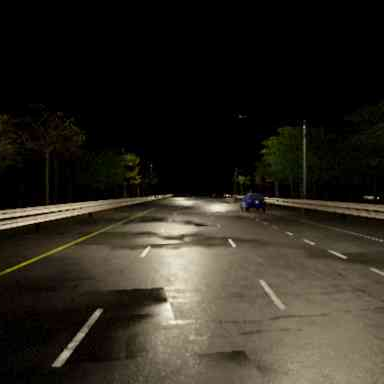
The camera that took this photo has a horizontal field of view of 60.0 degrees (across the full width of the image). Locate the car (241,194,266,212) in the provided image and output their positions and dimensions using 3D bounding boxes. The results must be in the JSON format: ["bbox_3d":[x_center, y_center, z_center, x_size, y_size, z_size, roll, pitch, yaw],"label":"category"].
[{"bbox_3d":[7.066,1.226,38.733,2.150,2.045,5.566,0,0,0],"label":"car"}]

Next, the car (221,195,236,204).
[{"bbox_3d":[7.136,1.530,62.677,1.812,1.442,4.674,0,0,0],"label":"car"}]
